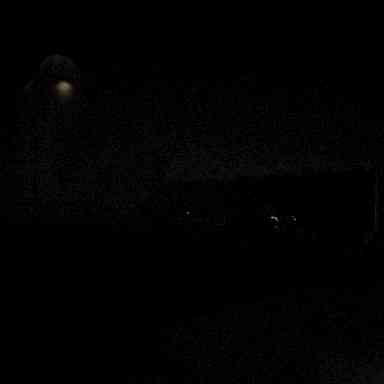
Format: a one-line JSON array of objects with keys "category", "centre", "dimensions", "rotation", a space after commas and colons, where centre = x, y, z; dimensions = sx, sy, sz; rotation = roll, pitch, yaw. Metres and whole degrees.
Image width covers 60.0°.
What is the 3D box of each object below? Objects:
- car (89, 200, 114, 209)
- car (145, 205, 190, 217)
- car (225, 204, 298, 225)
[{"category": "car", "centre": [-11.254, 1.704, 41.180], "dimensions": [2.128, 1.511, 4.902], "rotation": [0, 0, -36]}, {"category": "car", "centre": [-2.090, 1.792, 28.293], "dimensions": [1.895, 1.301, 4.718], "rotation": [0, 0, -36]}, {"category": "car", "centre": [4.008, 1.483, 19.730], "dimensions": [2.097, 1.767, 4.553], "rotation": [0, -1, -34]}]
